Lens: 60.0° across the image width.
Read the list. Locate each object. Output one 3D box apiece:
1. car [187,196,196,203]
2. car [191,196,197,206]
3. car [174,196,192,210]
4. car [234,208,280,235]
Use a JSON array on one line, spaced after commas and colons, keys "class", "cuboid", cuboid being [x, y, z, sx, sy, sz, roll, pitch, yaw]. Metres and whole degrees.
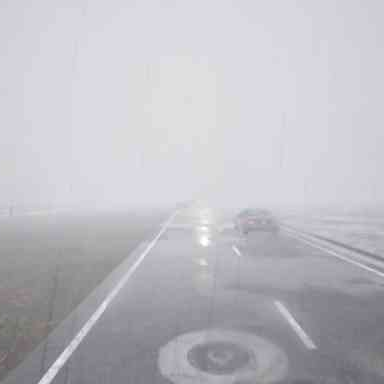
[{"class": "car", "cuboid": [-0.019, 1.729, 80.117, 2.128, 1.511, 4.902, 0, 0, 0]}, {"class": "car", "cuboid": [-0.015, 1.854, 62.433, 1.895, 1.301, 4.718, 0, 0, 0]}, {"class": "car", "cuboid": [-1.236, 1.685, 45.210, 1.812, 1.442, 4.674, 0, 0, 0]}, {"class": "car", "cuboid": [3.597, 1.607, 19.197, 2.033, 1.411, 5.357, 0, 0, 0]}]
